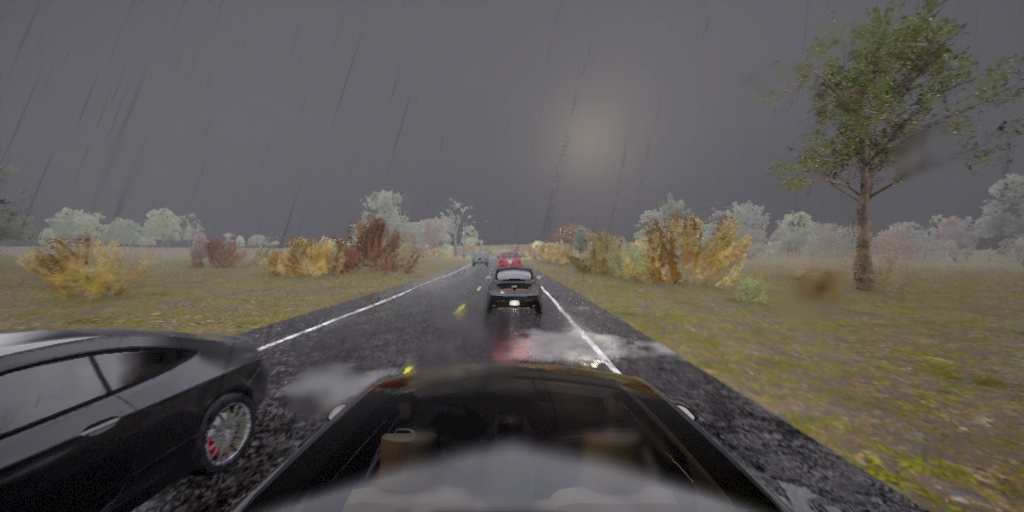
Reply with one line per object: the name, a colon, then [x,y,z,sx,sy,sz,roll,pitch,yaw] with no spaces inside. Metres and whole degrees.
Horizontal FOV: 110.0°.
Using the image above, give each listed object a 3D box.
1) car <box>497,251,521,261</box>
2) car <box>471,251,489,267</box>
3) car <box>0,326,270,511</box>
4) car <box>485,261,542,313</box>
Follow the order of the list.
car: [-0.261,0.579,34.601,2.150,2.045,5.566,0,1,-2]
car: [-4.406,0.377,50.280,2.150,2.045,5.566,0,0,-2]
car: [-3.508,1.273,2.034,1.812,1.442,4.674,0,1,0]
car: [0.071,1.127,13.269,1.837,1.490,4.892,0,1,0]
